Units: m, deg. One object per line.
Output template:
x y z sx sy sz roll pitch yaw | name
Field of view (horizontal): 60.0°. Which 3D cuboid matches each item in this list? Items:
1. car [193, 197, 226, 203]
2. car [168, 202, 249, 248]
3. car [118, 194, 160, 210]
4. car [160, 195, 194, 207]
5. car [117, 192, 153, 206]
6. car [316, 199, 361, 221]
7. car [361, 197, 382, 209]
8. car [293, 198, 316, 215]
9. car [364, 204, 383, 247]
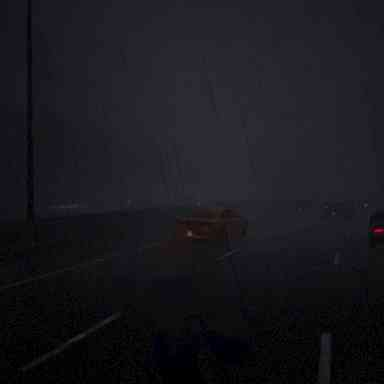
2.505 1.434 37.876 1.895 1.301 4.718 0 0 36 | car
1.034 1.413 14.724 1.882 1.535 5.008 0 0 27 | car
-5.648 1.369 38.318 2.128 1.511 4.902 0 0 34 | car
-1.177 1.203 38.689 2.097 1.767 4.553 0 0 35 | car
-6.991 1.088 42.634 2.150 2.045 5.566 0 0 35 | car
11.393 1.324 25.679 2.128 1.511 4.902 0 0 33 | car
20.403 1.259 37.988 1.812 1.442 4.674 0 0 39 | car
10.976 1.316 31.326 1.837 1.490 4.892 0 0 34 | car
8.435 1.444 13.905 2.033 1.411 5.357 0 0 28 | car
